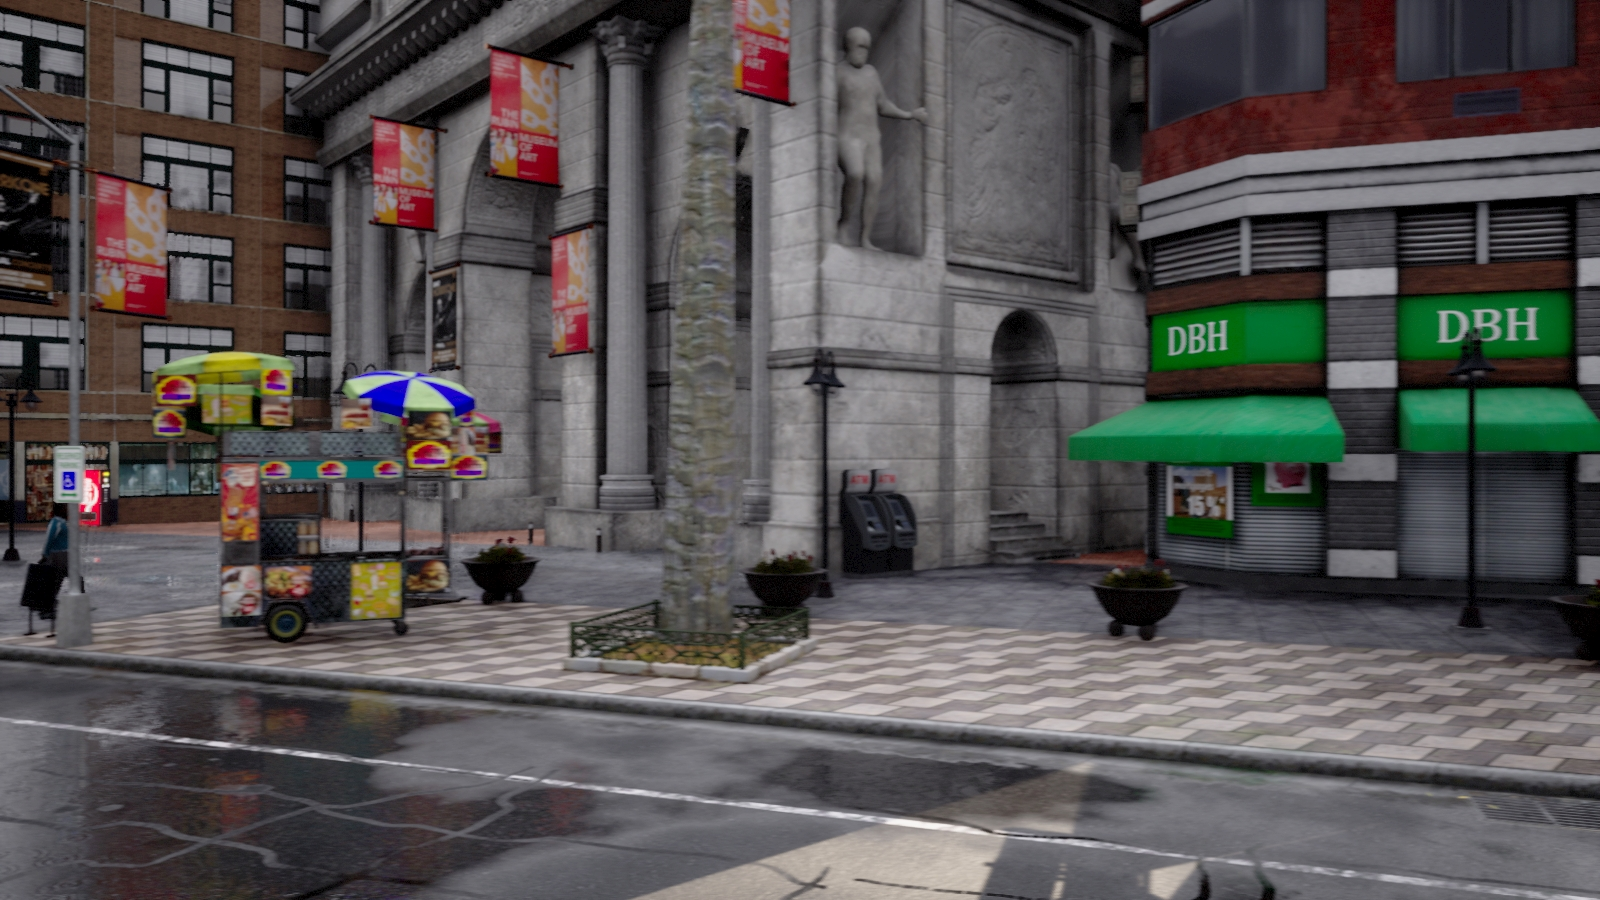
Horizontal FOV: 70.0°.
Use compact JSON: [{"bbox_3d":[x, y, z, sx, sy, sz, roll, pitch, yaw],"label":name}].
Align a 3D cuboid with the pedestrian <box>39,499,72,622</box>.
[{"bbox_3d":[-11.529,1.698,17.705,0.375,1.860,0.375,0,0,-25],"label":"pedestrian"}]
